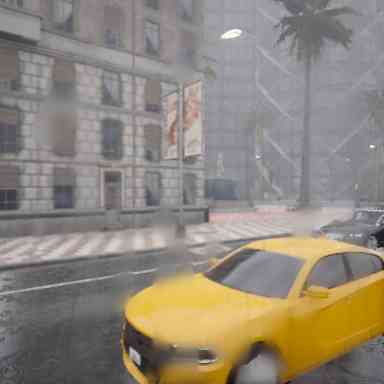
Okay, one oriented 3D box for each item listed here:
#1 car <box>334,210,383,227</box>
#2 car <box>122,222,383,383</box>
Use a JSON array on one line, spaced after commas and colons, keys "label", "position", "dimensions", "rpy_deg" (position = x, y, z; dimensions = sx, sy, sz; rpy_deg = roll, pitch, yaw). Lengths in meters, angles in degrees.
[{"label": "car", "position": [6.965, 1.473, 13.082], "dimensions": [4.902, 1.511, 2.128], "rpy_deg": [0, 0, -35]}, {"label": "car", "position": [1.452, 1.471, 4.948], "dimensions": [5.008, 1.535, 1.882], "rpy_deg": [0, 0, -35]}]
